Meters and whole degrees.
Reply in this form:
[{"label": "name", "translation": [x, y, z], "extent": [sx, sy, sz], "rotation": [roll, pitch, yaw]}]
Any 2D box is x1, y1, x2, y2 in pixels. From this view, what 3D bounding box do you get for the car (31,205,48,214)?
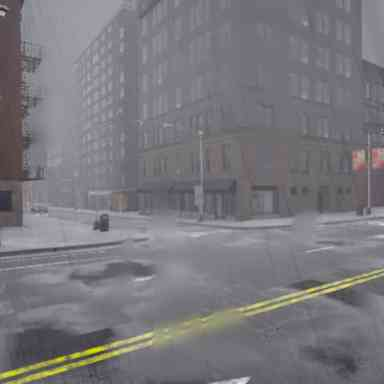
[{"label": "car", "translation": [-24.659, 2.741, 53.742], "extent": [2.033, 1.411, 5.357], "rotation": [-1, -1, -35]}]
